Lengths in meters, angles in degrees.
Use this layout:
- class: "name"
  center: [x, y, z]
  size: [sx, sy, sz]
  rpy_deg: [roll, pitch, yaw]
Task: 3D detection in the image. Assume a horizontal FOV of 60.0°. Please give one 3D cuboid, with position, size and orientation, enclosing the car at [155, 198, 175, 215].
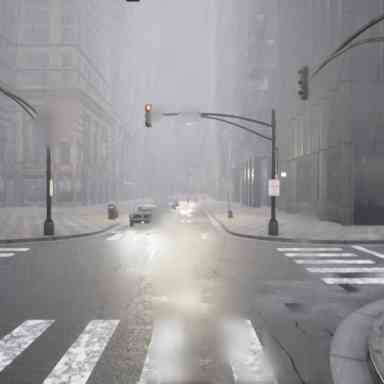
- class: "car"
  center: [-3.108, 1.562, 33.144]
  size: [1.994, 1.385, 4.181]
  rpy_deg: [0, 0, 0]

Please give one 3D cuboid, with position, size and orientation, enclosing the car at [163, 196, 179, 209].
- class: "car"
  center: [-3.115, 1.352, 43.145]
  size: [2.097, 1.767, 4.553]
  rpy_deg: [0, 0, 0]

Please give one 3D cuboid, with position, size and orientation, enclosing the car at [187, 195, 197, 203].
- class: "car"
  center: [0.068, 1.362, 69.674]
  size: [2.097, 1.767, 4.553]
  rpy_deg: [0, 0, 0]

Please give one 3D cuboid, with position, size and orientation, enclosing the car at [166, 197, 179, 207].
- class: "car"
  center: [-3.076, 1.528, 53.187]
  size: [1.812, 1.442, 4.674]
  rpy_deg: [0, 0, 0]

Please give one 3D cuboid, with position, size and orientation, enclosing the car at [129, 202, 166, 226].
- class: "car"
  center: [-3.110, 1.599, 23.201]
  size: [1.895, 1.301, 4.718]
  rpy_deg: [0, 0, 0]
